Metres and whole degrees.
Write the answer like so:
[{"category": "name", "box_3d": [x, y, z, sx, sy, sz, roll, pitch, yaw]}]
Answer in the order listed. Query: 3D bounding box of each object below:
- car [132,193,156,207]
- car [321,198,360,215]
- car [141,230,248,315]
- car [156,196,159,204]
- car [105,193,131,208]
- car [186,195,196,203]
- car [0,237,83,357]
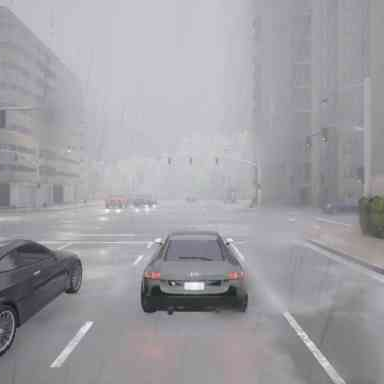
[{"category": "car", "box_3d": [-7.203, 1.221, 50.638, 2.150, 2.045, 5.566, 0, 0, 0]}, {"category": "car", "box_3d": [15.514, 1.352, 33.689, 4.553, 1.767, 2.097, 0, 0, 1]}, {"category": "car", "box_3d": [0.049, 1.564, 7.650, 1.994, 1.385, 4.181, 0, 0, 0]}, {"category": "car", "box_3d": [-7.193, 1.491, 60.662, 2.128, 1.511, 4.902, 0, 0, 0]}, {"category": "car", "box_3d": [-10.698, 1.221, 47.506, 2.150, 2.045, 5.566, 0, 0, 0]}, {"category": "car", "box_3d": [-0.150, 1.355, 72.566, 2.097, 1.767, 4.553, 0, 0, 0]}, {"category": "car", "box_3d": [-3.460, 1.526, 5.848, 1.812, 1.442, 4.674, 0, 0, 0]}]
